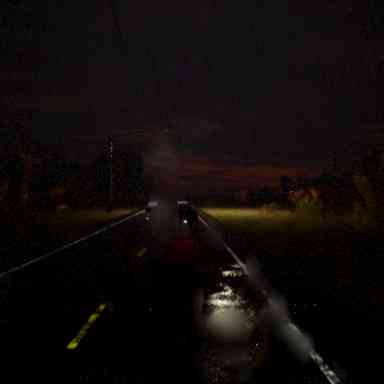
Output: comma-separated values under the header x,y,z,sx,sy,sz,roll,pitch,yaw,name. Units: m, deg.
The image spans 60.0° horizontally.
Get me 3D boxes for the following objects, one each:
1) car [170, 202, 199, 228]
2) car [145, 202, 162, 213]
x,y,z,sx,sy,sz,roll,pitch,yaw,name
-0.538,1.727,24.415,1.837,1.490,4.892,0,0,-2,car
-4.875,1.937,42.761,2.033,1.411,5.357,0,-1,-2,car
